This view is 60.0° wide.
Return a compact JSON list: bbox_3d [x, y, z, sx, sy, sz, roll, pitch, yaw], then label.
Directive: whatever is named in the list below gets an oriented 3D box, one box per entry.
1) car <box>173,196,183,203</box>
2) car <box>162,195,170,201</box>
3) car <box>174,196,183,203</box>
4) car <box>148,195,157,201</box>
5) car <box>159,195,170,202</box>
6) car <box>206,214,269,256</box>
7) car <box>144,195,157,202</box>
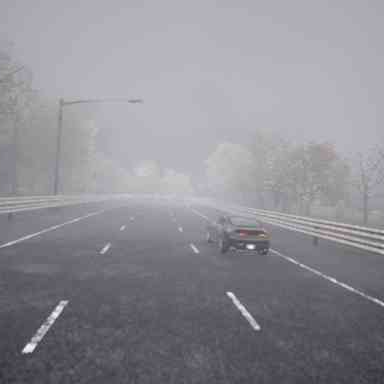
[{"bbox_3d":[-3.400,1.794,81.068,2.097,1.767,4.553,4,-1,-2],"label":"car"},{"bbox_3d":[-7.189,1.738,90.843,1.837,1.490,4.892,4,-1,-1],"label":"car"},{"bbox_3d":[-3.710,2.007,91.344,2.128,1.511,4.902,4,-1,-1],"label":"car"},{"bbox_3d":[-10.669,1.493,90.339,1.837,1.490,4.892,4,-1,-1],"label":"car"},{"bbox_3d":[-6.889,1.571,80.916,2.097,1.767,4.553,4,-1,-2],"label":"car"},{"bbox_3d":[1.851,1.733,14.458,1.837,1.490,4.892,4,0,-7],"label":"car"},{"bbox_3d":[-10.359,1.526,79.960,2.033,1.411,5.357,4,-1,-2],"label":"car"}]
